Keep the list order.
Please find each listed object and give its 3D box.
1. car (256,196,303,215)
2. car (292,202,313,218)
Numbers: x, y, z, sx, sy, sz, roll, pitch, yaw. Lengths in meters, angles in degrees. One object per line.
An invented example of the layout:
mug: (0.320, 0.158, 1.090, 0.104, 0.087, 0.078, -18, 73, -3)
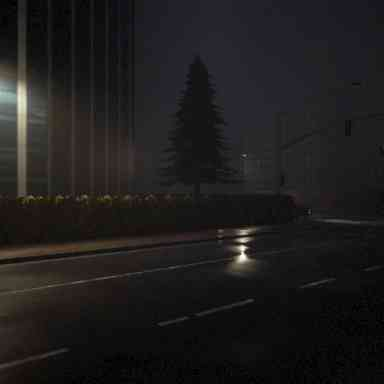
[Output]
car: (9.159, 1.377, 35.297, 2.097, 1.767, 4.553, 0, 0, -35)
car: (8.525, 1.513, 30.106, 2.128, 1.511, 4.902, 0, 0, -35)
